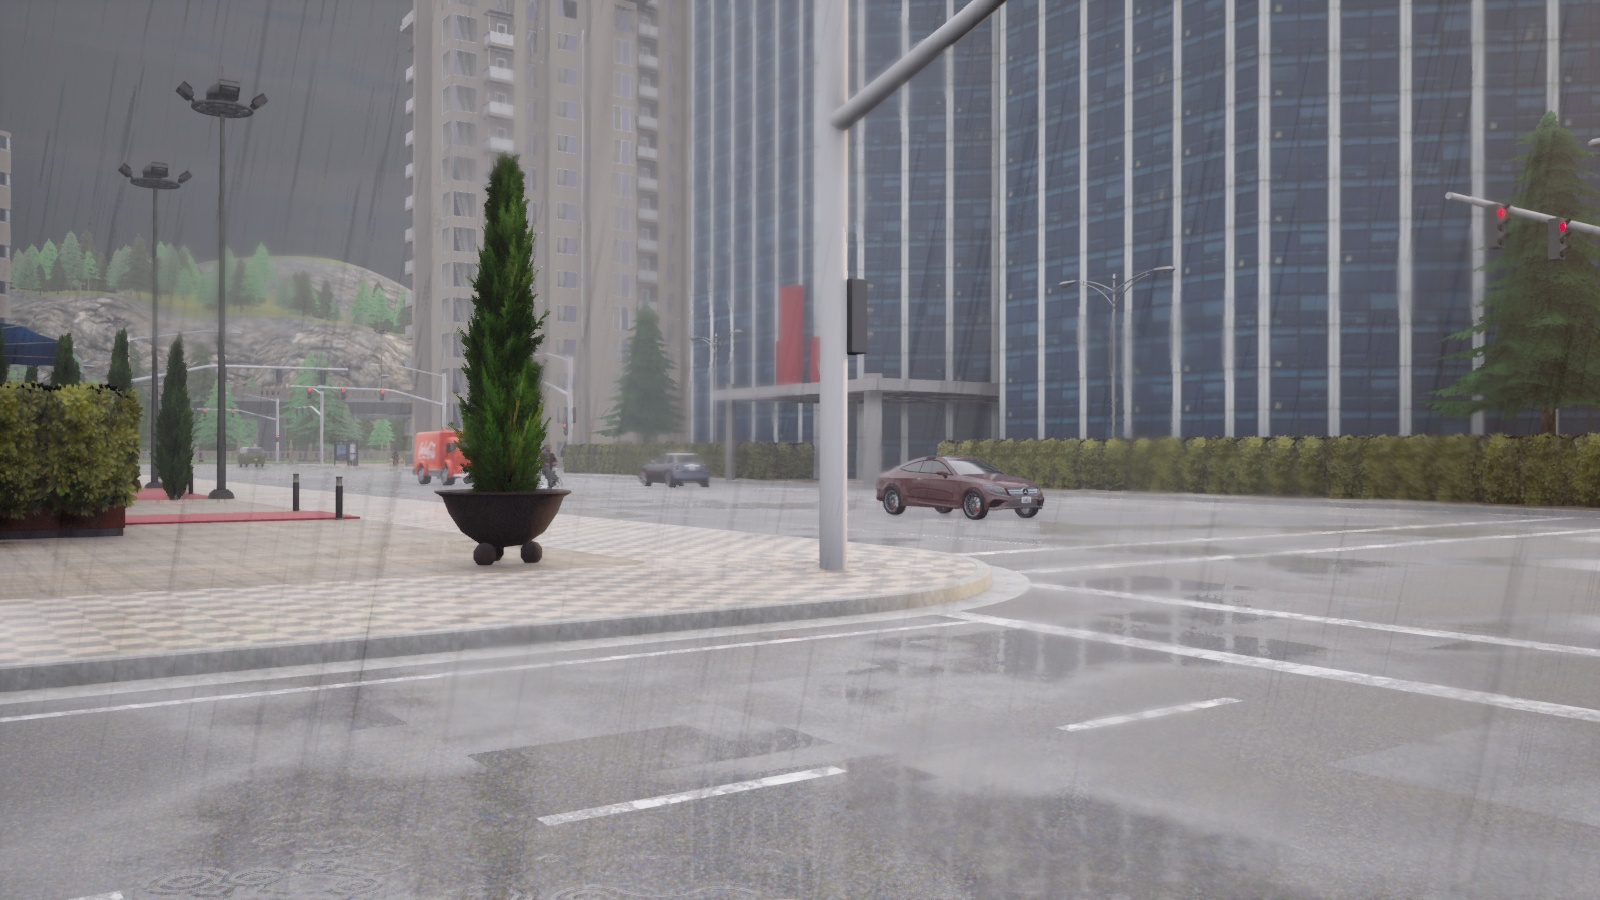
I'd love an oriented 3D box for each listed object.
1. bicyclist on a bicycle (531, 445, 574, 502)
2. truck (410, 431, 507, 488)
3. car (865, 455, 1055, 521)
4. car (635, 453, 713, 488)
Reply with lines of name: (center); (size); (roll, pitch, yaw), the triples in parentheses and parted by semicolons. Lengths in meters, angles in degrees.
bicyclist on a bicycle: (-7.948, 0.731, 40.251); (0.659, 1.776, 1.843); (0, 0, -35)
truck: (-15.597, 0.431, 57.161); (2.627, 2.467, 5.204); (0, 0, -35)
car: (3.695, 0.836, 29.830); (1.812, 1.442, 4.674); (0, 0, -35)
car: (-5.541, 0.856, 54.863); (1.970, 1.475, 3.806); (0, 0, -31)
